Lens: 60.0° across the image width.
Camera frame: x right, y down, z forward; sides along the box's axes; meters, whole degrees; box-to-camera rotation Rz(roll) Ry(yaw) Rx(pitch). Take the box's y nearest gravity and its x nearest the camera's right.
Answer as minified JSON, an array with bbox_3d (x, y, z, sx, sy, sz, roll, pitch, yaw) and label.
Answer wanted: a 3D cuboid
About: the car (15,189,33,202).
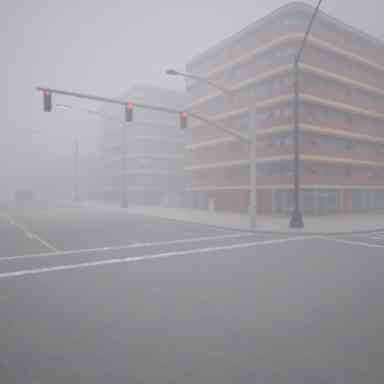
[{"bbox_3d":[-27.791,0.599,54.974,2.150,2.045,5.566,0,0,-34],"label":"car"}]
